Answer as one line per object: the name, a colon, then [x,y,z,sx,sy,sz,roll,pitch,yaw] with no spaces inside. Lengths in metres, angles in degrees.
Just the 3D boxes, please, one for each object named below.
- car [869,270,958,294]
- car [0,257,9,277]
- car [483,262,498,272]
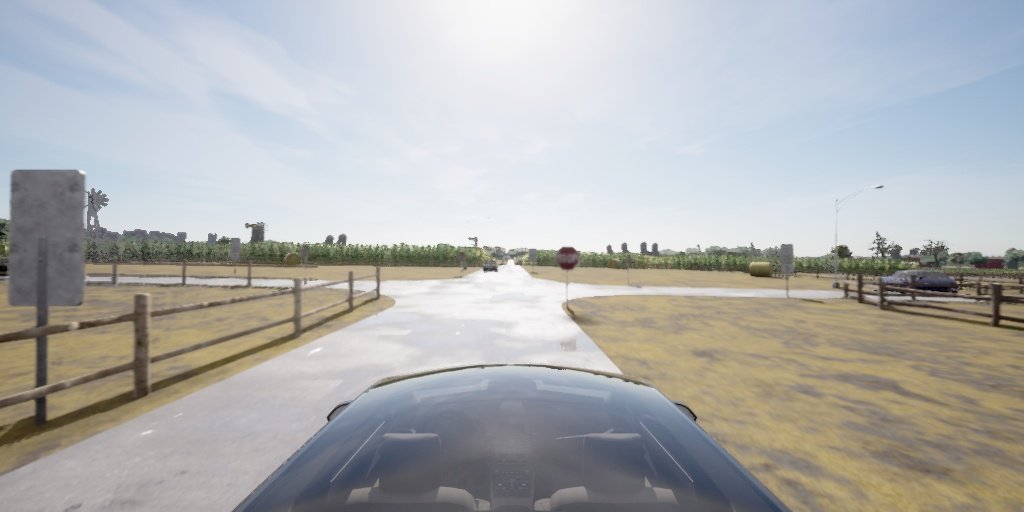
car: [27.950,1.789,25.081,4.553,1.767,2.097,1,-1,0]
car: [-29.713,0.751,22.031,4.718,1.301,1.895,1,-1,0]
car: [-2.749,1.398,46.339,1.895,1.301,4.718,0,0,0]
